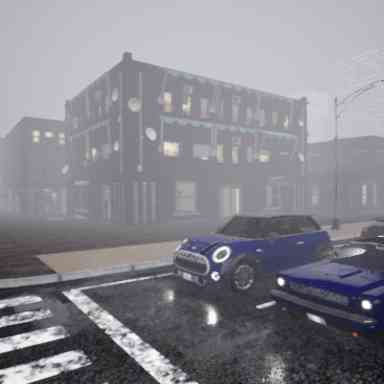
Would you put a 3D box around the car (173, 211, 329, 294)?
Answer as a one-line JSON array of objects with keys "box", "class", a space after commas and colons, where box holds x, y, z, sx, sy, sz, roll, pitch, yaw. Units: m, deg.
[{"box": [1.735, 1.354, 8.942, 4.553, 1.767, 2.097, 0, 0, -35], "class": "car"}]

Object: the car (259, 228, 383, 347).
[{"box": [3.668, 1.603, 6.302, 4.718, 1.301, 1.895, 0, 0, -35], "class": "car"}]

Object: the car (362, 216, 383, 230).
[{"box": [8.909, 1.568, 14.040, 4.181, 1.385, 1.994, 0, 0, -36], "class": "car"}]
